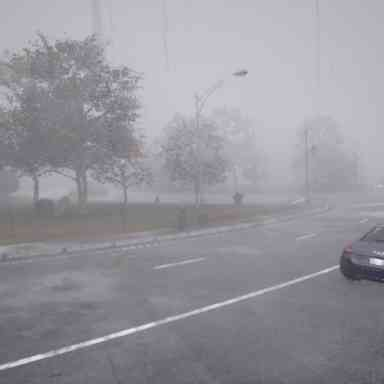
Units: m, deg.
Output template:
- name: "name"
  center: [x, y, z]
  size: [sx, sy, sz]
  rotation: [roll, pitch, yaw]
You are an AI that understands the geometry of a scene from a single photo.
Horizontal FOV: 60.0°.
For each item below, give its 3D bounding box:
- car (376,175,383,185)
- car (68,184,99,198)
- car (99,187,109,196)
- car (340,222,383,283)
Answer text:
- name: "car"
  center: [39.135, -2.257, 67.793]
  size: [1.994, 1.385, 4.181]
  rotation: [-2, 2, 27]
- name: "car"
  center: [-18.035, 0.096, 54.116]
  size: [4.553, 1.767, 2.097]
  rotation: [2, 4, 31]
- name: "car"
  center: [-16.945, -0.263, 57.532]
  size: [5.566, 2.045, 2.150]
  rotation: [1, 4, 31]
- name: "car"
  center: [5.529, 1.421, 8.433]
  size: [4.181, 1.385, 1.994]
  rotation: [-2, 1, -40]
